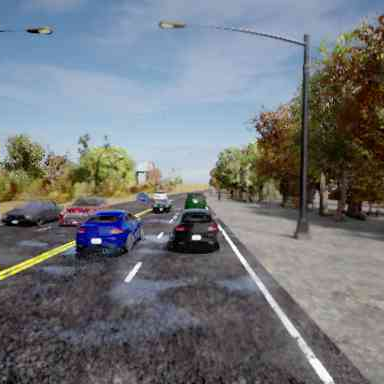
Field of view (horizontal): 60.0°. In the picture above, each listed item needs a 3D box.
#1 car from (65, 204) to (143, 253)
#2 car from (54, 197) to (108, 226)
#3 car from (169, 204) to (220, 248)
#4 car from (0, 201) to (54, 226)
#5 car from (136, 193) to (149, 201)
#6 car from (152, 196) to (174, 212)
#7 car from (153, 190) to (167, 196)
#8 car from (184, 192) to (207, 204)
[{"bbox_3d":[-3.082,1.410,13.064,1.812,1.442,4.674,1,0,0],"label":"car"},{"bbox_3d":[-6.480,1.125,20.790,2.097,1.767,4.553,1,0,0],"label":"car"},{"bbox_3d":[0.165,1.445,14.150,1.812,1.442,4.674,0,0,0],"label":"car"},{"bbox_3d":[-9.736,1.257,20.991,2.033,1.411,5.357,1,0,0],"label":"car"},{"bbox_3d":[-9.211,0.932,62.259,1.882,1.535,5.008,1,0,1],"label":"car"},{"bbox_3d":[-2.931,1.361,34.227,1.895,1.301,4.718,1,0,1],"label":"car"},{"bbox_3d":[-5.964,0.743,61.766,2.150,2.045,5.566,1,0,1],"label":"car"},{"bbox_3d":[0.339,1.023,34.771,2.150,2.045,5.566,0,0,0],"label":"car"}]
